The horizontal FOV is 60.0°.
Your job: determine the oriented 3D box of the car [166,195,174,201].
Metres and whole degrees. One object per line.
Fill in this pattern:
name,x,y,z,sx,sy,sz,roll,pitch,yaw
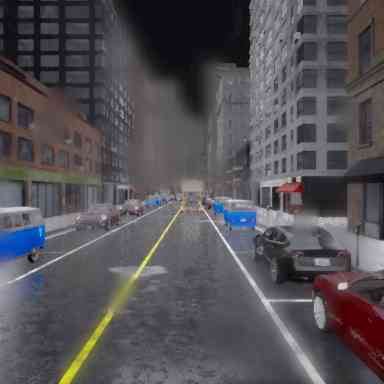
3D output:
car,-5.670,1.578,86.375,1.802,1.307,4.206,0,0,0

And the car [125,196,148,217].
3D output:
car,-5.669,1.435,31.362,1.967,1.590,4.097,0,0,0

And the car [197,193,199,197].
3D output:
car,2.855,1.546,80.874,2.008,1.369,4.403,0,0,0

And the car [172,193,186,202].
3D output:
car,-3.000,1.492,76.740,2.128,1.511,4.902,0,0,0

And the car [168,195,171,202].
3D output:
car,-5.669,1.558,64.370,1.947,1.339,4.313,0,0,0

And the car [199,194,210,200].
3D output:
car,2.855,1.307,58.868,2.192,1.841,5.009,0,0,0

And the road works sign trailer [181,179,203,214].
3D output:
road works sign trailer,0.000,0.458,35.040,2.380,3.560,2.880,0,0,0

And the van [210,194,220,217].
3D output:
van,2.856,1.336,31.362,1.690,1.788,3.998,0,0,0

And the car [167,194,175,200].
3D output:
car,-5.670,1.439,91.877,1.967,1.590,4.097,0,0,0

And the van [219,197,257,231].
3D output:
van,2.856,1.338,20.359,1.690,1.788,3.998,0,0,0

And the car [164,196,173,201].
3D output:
car,-5.670,1.561,80.874,1.947,1.339,4.313,0,0,0

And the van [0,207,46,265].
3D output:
van,-5.670,1.339,9.356,1.690,1.788,3.998,0,0,0

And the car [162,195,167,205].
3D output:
car,-5.670,1.542,53.367,2.008,1.369,4.403,0,0,0

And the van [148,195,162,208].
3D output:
van,-5.670,1.333,47.867,1.690,1.788,3.998,0,0,0

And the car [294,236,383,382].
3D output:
car,2.856,1.544,3.855,1.887,1.381,4.507,0,0,0

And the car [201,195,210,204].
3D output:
car,2.856,1.574,53.367,1.802,1.307,4.206,0,0,0

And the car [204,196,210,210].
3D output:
car,2.856,1.575,42.365,1.802,1.307,4.206,0,0,0

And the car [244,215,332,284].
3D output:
car,2.856,1.564,9.356,1.947,1.339,4.313,0,0,0

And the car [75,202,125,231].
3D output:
car,-5.670,1.437,20.359,1.967,1.590,4.097,0,0,0
